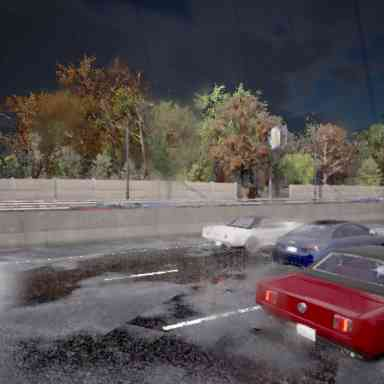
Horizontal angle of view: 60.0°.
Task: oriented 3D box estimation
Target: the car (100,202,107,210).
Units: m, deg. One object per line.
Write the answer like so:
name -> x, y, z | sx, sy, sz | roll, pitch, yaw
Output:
car -> -4.506, 1.564, 25.487 | 4.181, 1.385, 1.994 | 0, 0, -30

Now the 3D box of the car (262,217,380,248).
car -> 4.499, 1.563, 10.244 | 4.181, 1.385, 1.994 | 0, 0, -30

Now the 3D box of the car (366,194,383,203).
car -> 28.530, 1.232, 48.667 | 5.566, 2.045, 2.150 | 0, 0, -30

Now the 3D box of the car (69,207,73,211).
car -> -8.941, 1.601, 31.006 | 4.718, 1.301, 1.895 | 0, 0, -30

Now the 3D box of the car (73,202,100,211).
car -> -7.197, 1.601, 27.972 | 4.718, 1.301, 1.895 | 0, 0, -30

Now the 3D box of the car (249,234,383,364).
car -> 3.456, 1.600, 5.593 | 4.718, 1.301, 1.895 | 0, 0, -30

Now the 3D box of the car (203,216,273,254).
car -> 2.874, 1.600, 13.347 | 4.718, 1.301, 1.895 | 0, 0, -30

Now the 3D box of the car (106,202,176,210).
car -> -2.845, 1.477, 22.403 | 5.008, 1.535, 1.882 | 0, 0, -30

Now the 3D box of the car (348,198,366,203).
car -> 26.566, 1.560, 51.573 | 5.357, 1.411, 2.033 | 0, 0, -30
